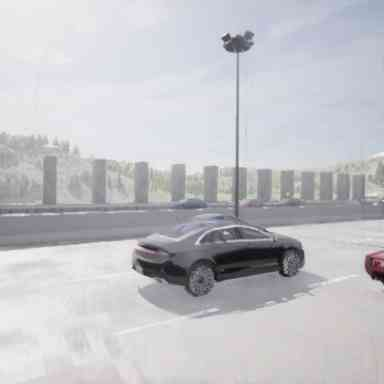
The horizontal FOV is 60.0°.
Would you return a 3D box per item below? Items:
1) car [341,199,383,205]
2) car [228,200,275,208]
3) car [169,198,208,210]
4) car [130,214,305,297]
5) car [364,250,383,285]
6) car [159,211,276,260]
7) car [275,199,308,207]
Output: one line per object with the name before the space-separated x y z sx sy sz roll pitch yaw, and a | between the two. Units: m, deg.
car | 18.465 1.528 36.924 4.902 1.511 2.128 1 0 -32
car | 5.632 1.476 32.961 4.674 1.442 1.812 1 0 -33
car | -0.355 1.421 37.420 4.674 1.442 1.812 1 0 -33
car | 0.857 1.473 8.555 4.902 1.511 2.128 0 0 -34
car | 6.299 1.623 8.040 4.718 1.301 1.895 0 0 -34
car | 1.049 1.535 12.910 4.181 1.385 1.994 0 0 -34
car | 12.022 1.524 41.149 5.357 1.411 2.033 0 0 -32
